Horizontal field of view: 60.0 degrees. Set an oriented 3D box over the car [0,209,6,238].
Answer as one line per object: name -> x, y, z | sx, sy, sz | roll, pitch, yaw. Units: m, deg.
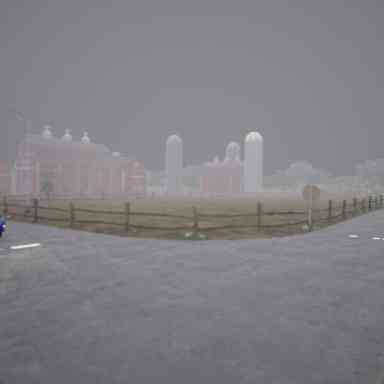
car -> -9.956, 0.880, 13.858 | 5.566, 2.045, 2.150 | 1, 1, 37
